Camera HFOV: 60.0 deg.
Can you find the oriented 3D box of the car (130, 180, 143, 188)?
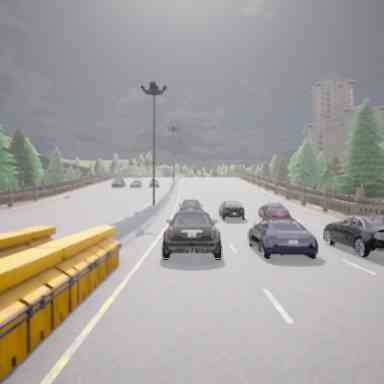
[{"bbox_3d":[-10.814,-1.609,64.719,2.033,1.411,5.357,0,6,0],"label":"car"}]

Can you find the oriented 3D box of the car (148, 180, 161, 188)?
[{"bbox_3d":[-7.324,-1.629,64.735,1.812,1.442,4.674,0,6,0],"label":"car"}]

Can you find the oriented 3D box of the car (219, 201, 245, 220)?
[{"bbox_3d":[3.424,1.482,29.137,1.882,1.535,5.008,0,3,0],"label":"car"}]

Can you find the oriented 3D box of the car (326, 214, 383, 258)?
[{"bbox_3d":[7.004,1.642,13.493,2.128,1.511,4.902,0,0,0],"label":"car"}]

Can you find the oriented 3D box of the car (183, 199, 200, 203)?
[{"bbox_3d":[-0.078,1.385,28.335,2.097,1.767,4.553,0,2,0],"label":"car"}]

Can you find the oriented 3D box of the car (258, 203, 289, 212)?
[{"bbox_3d":[6.918,1.601,28.331,1.994,1.385,4.181,0,2,0],"label":"car"}]

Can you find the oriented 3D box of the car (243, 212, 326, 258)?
[{"bbox_3d":[3.505,1.714,13.472,1.994,1.385,4.181,0,-1,0],"label":"car"}]

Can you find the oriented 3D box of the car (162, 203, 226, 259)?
[{"bbox_3d":[0.004,1.500,13.412,2.097,1.767,4.553,0,-1,0],"label":"car"}]

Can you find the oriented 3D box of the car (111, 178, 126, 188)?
[{"bbox_3d":[-14.316,-1.805,64.726,2.097,1.767,4.553,0,6,0],"label":"car"}]
